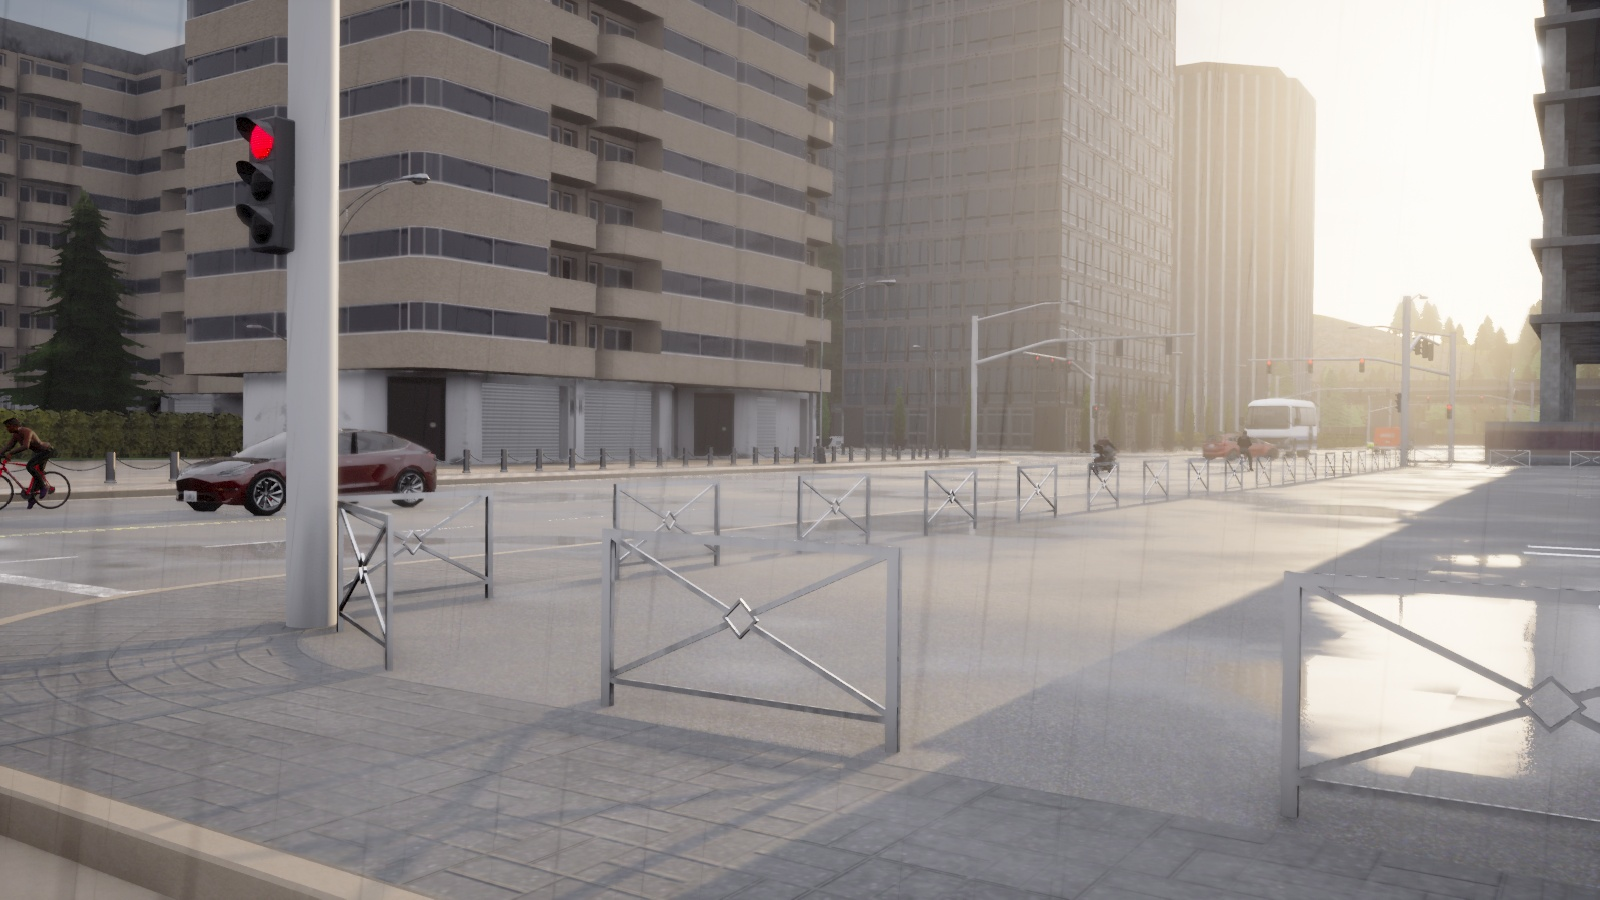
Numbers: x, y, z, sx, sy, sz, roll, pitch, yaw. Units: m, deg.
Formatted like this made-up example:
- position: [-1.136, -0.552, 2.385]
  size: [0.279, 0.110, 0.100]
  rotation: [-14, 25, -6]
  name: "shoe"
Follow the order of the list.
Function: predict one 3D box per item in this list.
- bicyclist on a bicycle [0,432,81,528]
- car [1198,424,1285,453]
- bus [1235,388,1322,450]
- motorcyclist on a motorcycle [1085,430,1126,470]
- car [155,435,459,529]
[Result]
- position: [-13.599, 0.507, 21.982]
  size: [0.582, 1.620, 1.656]
  rotation: [0, 1, 33]
  name: "bicyclist on a bicycle"
- position: [26.665, -0.730, 75.811]
  size: [4.611, 1.667, 2.242]
  rotation: [-1, 1, -23]
  name: "car"
- position: [35.064, -2.215, 91.769]
  size: [3.944, 4.253, 10.273]
  rotation: [0, 1, 33]
  name: "bus"
- position: [11.925, -0.010, 48.995]
  size: [0.866, 1.530, 2.191]
  rotation: [0, 1, 33]
  name: "motorcyclist on a motorcycle"
- position: [-8.837, 0.498, 22.939]
  size: [2.163, 1.488, 4.792]
  rotation: [0, 1, 33]
  name: "car"
